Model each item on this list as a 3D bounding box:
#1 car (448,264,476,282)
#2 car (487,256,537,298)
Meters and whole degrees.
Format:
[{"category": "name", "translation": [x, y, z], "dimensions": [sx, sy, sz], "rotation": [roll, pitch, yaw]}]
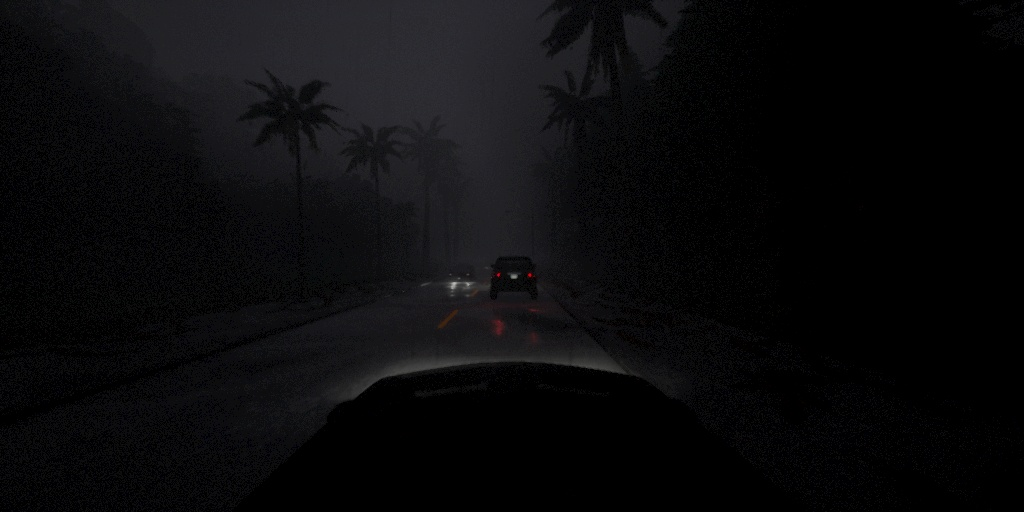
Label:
[{"category": "car", "translation": [-4.132, 1.367, 30.596], "dimensions": [2.033, 1.411, 5.357], "rotation": [0, 0, 0]}, {"category": "car", "translation": [0.085, 1.014, 18.715], "dimensions": [2.150, 2.045, 5.566], "rotation": [0, 0, 0]}]
